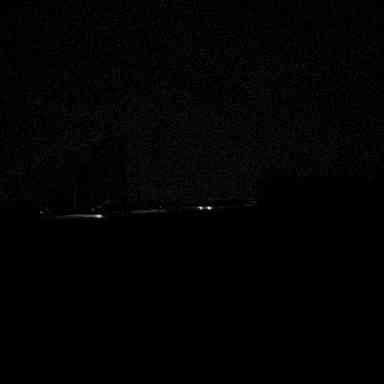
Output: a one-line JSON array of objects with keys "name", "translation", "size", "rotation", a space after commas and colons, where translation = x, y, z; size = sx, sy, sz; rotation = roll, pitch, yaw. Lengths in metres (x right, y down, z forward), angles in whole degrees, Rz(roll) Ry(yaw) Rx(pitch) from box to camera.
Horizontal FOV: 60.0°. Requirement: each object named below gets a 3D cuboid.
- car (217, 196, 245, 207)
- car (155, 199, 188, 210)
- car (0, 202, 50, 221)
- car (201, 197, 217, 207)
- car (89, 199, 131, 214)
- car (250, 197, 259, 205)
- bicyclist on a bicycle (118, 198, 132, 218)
[{"name": "car", "translation": [6.238, 1.405, 50.354], "size": [1.882, 1.535, 5.008], "rotation": [-1, -1, 36]}, {"name": "car", "translation": [-2.655, 1.558, 42.752], "size": [1.895, 1.301, 4.718], "rotation": [-1, -1, 35]}, {"name": "car", "translation": [-14.144, 1.539, 26.418], "size": [2.033, 1.411, 5.357], "rotation": [-1, -1, 34]}, {"name": "car", "translation": [3.166, 1.500, 50.948], "size": [1.812, 1.442, 4.674], "rotation": [-1, -1, 36]}, {"name": "car", "translation": [-8.417, 1.496, 34.596], "size": [1.812, 1.442, 4.674], "rotation": [-1, -1, 35]}, {"name": "car", "translation": [11.933, 1.477, 58.536], "size": [2.128, 1.511, 4.902], "rotation": [-1, -1, 35]}, {"name": "bicyclist on a bicycle", "translation": [-5.675, 1.351, 28.099], "size": [1.656, 1.620, 0.582], "rotation": [0, 0, 35]}]
